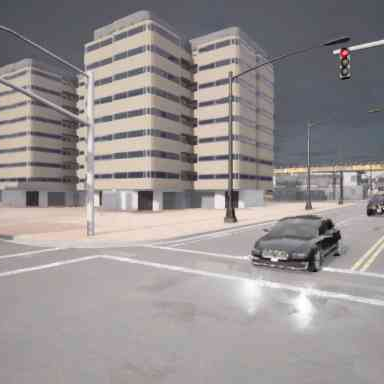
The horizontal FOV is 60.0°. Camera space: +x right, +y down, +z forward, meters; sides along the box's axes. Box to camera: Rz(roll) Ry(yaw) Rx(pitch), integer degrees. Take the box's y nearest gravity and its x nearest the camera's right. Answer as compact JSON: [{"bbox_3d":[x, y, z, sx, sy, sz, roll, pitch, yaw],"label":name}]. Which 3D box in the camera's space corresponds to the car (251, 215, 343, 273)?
[{"bbox_3d":[3.619,1.563,10.968,1.837,1.490,4.892,0,0,35],"label":"car"}]

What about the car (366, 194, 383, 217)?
[{"bbox_3d":[17.746,1.233,30.929,2.150,2.045,5.566,0,0,35],"label":"car"}]
